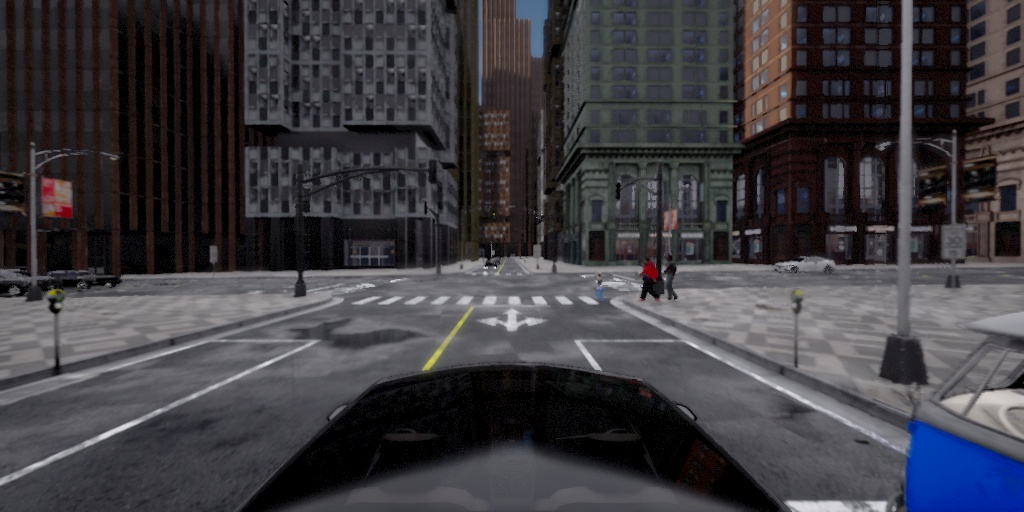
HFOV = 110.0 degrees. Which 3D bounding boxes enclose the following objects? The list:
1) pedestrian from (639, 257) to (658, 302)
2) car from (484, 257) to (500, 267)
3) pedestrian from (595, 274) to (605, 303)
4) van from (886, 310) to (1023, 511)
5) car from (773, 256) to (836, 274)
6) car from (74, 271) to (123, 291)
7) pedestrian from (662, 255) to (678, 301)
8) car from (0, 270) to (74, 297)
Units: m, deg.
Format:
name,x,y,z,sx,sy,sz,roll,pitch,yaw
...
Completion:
name,x,y,z,sx,sy,sz,roll,pitch,yaw
pedestrian,5.205,0.837,13.679,0.375,1.860,0.375,0,1,0
car,-3.182,0.974,55.329,1.837,1.490,4.892,0,0,0
pedestrian,3.723,1.264,14.881,0.375,1.300,0.375,0,1,0
van,2.857,1.097,0.244,1.690,1.789,3.998,0,0,0
car,25.184,0.768,30.893,4.674,1.442,1.812,-1,1,0
car,-29.427,1.633,24.175,4.718,1.301,1.895,-1,1,0
pedestrian,6.303,0.836,14.278,0.375,1.860,0.375,0,1,0
car,-29.402,1.540,20.925,5.008,1.535,1.882,-1,1,0
